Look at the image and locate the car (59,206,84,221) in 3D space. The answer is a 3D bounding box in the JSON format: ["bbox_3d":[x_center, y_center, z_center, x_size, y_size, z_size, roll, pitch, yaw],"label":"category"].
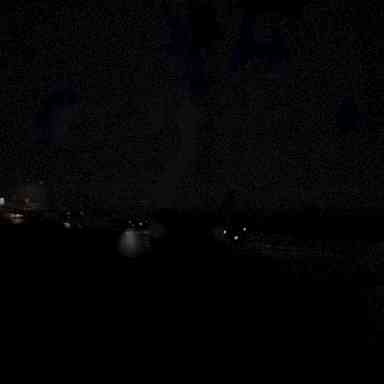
[{"bbox_3d":[-15.513,2.650,42.578,2.097,1.767,4.553,-2,0,-35],"label":"car"}]

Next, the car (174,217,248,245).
[{"bbox_3d":[1.009,2.176,19.350,1.895,1.301,4.718,-2,0,-37],"label":"car"}]

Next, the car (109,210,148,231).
[{"bbox_3d":[-5.479,2.364,28.399,1.837,1.490,4.892,-2,0,-36],"label":"car"}]
